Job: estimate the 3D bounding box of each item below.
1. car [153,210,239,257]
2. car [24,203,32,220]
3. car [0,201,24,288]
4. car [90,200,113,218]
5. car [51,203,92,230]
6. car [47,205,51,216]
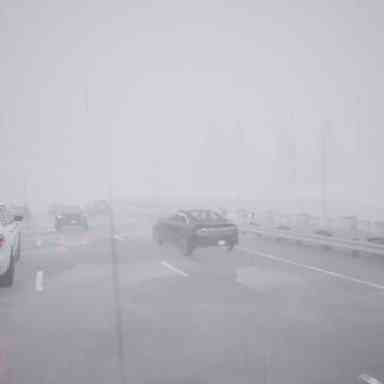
[{"bbox_3d":[-0.062,1.434,12.929,2.128,1.511,4.902,-1,0,-25],"label":"car"},{"bbox_3d":[-15.983,1.794,30.791,2.128,1.511,4.902,-1,-1,-25],"label":"car"},{"bbox_3d":[-5.937,1.254,8.946,2.150,2.045,5.566,-1,0,-25],"label":"car"},{"bbox_3d":[-9.364,1.549,33.148,2.097,1.767,4.553,-1,-1,-25],"label":"car"},{"bbox_3d":[-8.000,1.613,21.781,1.812,1.442,4.674,-1,0,-25],"label":"car"},{"bbox_3d":[-14.901,1.881,36.816,2.033,1.411,5.357,-1,-1,-25],"label":"car"}]
